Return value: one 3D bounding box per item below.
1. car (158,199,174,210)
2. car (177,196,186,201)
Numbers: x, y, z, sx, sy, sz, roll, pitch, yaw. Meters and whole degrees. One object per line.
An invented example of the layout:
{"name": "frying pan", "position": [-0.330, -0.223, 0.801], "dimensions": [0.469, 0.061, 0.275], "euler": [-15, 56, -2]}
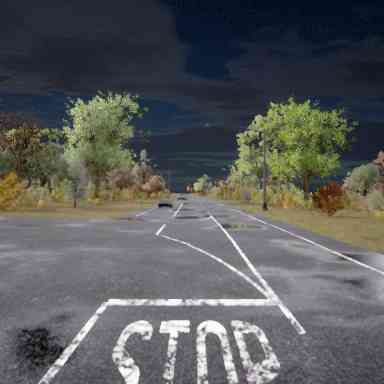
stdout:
{"name": "car", "position": [-3.454, 1.605, 44.086], "dimensions": [1.895, 1.301, 4.718], "euler": [0, 0, 0]}
{"name": "car", "position": [-2.711, 1.615, 83.864], "dimensions": [1.895, 1.301, 4.718], "euler": [0, 0, 6]}
